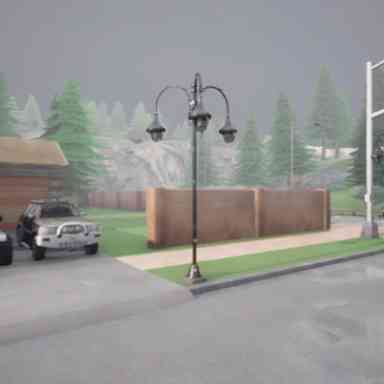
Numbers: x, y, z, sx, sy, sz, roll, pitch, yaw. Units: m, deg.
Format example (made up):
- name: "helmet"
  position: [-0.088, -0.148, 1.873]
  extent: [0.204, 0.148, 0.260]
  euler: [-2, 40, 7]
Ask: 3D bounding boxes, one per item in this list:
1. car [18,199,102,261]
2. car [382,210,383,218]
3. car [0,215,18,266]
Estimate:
- name: "car"
  position: [-4.891, 1.173, 11.851]
  extent: [1.932, 1.855, 4.605]
  euler: [0, 0, -36]
- name: "car"
  position: [16.803, 1.494, 24.707]
  extent: [2.128, 1.511, 4.902]
  euler: [0, 0, -33]
- name: "car"
  position: [-6.707, 1.176, 10.069]
  extent: [1.905, 1.878, 3.866]
  euler: [0, 0, -36]
